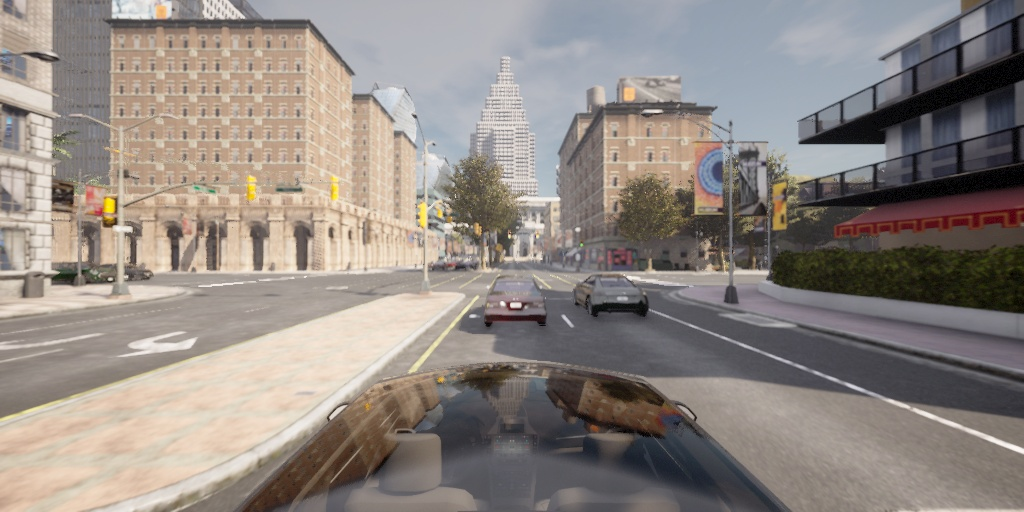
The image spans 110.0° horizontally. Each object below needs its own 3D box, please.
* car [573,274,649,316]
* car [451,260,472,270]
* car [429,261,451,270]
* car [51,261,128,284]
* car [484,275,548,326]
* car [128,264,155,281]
[{"bbox_3d":[3.592,1.367,13.678,1.994,1.385,4.181,0,0,0],"label":"car"},{"bbox_3d":[-8.095,1.600,58.120,1.895,1.301,4.718,0,0,0],"label":"car"},{"bbox_3d":[-11.596,1.524,58.001,1.812,1.442,4.674,0,0,0],"label":"car"},{"bbox_3d":[-33.333,1.217,27.766,4.553,1.767,2.097,0,0,0],"label":"car"},{"bbox_3d":[0.094,1.343,11.881,2.033,1.411,5.357,0,0,0],"label":"car"},{"bbox_3d":[-34.174,1.385,31.261,4.892,1.490,1.837,0,0,0],"label":"car"}]
